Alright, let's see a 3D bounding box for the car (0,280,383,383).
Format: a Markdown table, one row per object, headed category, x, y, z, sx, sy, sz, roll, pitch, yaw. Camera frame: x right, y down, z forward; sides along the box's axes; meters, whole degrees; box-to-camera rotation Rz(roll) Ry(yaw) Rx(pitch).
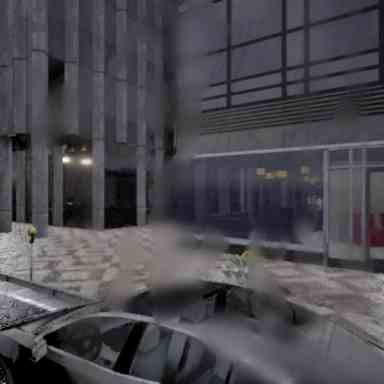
| category | x | y | z | sx | sy | sz | roll | pitch | yaw |
| --- | --- | --- | --- | --- | --- | --- | --- | --- | --- |
| car | -0.269 | 1.570 | 3.153 | 4.313 | 1.339 | 1.947 | 0 | 0 | 36 |
